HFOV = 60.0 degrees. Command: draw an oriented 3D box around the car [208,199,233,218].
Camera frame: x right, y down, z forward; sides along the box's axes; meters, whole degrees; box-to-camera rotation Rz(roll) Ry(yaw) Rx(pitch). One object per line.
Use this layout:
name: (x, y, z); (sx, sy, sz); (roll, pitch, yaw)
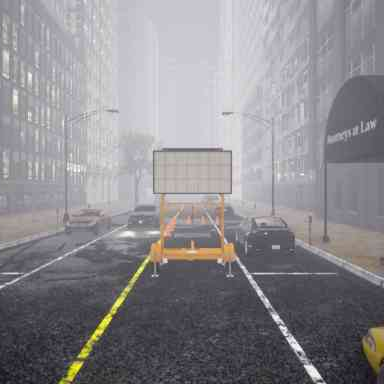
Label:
car: (2.745, 1.559, 30.016); (1.947, 1.339, 4.313); (0, 0, 0)

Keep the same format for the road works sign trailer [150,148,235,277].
road works sign trailer: (0.018, 0.463, 10.214); (2.380, 3.560, 2.880); (0, 0, 0)

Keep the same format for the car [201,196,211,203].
car: (2.826, 1.508, 69.904); (1.887, 1.381, 4.507); (0, 0, 0)

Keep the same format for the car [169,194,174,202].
car: (-5.554, 1.514, 69.923); (2.008, 1.369, 4.403); (0, 0, 0)

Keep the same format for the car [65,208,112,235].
car: (-5.659, 1.579, 18.643); (1.802, 1.307, 4.206); (0, 0, 0)

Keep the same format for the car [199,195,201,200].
car: (2.802, 1.289, 58.507); (2.192, 1.841, 5.009); (0, 0, 0)

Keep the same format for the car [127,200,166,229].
car: (-2.959, 1.501, 21.618); (1.837, 1.490, 4.892); (0, 0, 0)

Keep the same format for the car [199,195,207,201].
car: (2.862, 1.466, 87.169); (1.752, 1.417, 4.829); (0, 0, 0)

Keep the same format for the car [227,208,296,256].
car: (2.710, 1.549, 12.922); (2.008, 1.369, 4.403); (0, 0, 0)

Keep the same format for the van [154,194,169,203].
van: (-5.579, 1.315, 58.529); (1.690, 1.788, 3.998); (0, 0, 0)

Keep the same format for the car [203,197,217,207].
car: (2.791, 1.524, 52.808); (1.887, 1.381, 4.507); (0, 0, 0)

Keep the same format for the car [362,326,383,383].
car: (2.687, 1.525, 1.697); (1.752, 1.417, 4.829); (0, 0, 0)

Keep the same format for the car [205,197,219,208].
car: (2.757, 1.535, 35.714); (1.887, 1.381, 4.507); (0, 0, 0)

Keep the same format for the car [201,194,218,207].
car: (2.779, 1.299, 47.111); (2.192, 1.841, 5.009); (0, 0, 0)
